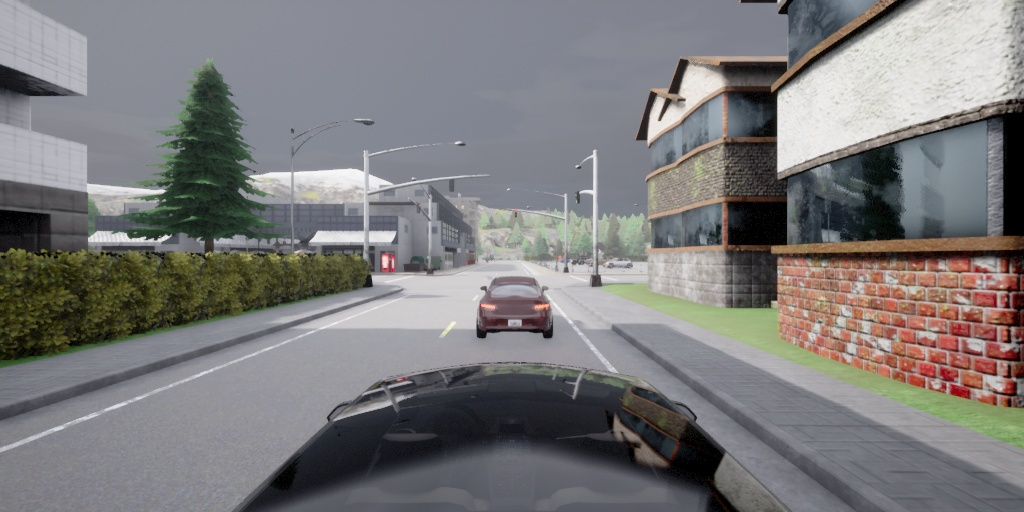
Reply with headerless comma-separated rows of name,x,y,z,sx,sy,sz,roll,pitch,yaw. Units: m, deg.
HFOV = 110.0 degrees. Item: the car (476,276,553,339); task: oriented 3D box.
car,0.071,1.276,10.003,1.812,1.442,4.674,0,0,0
